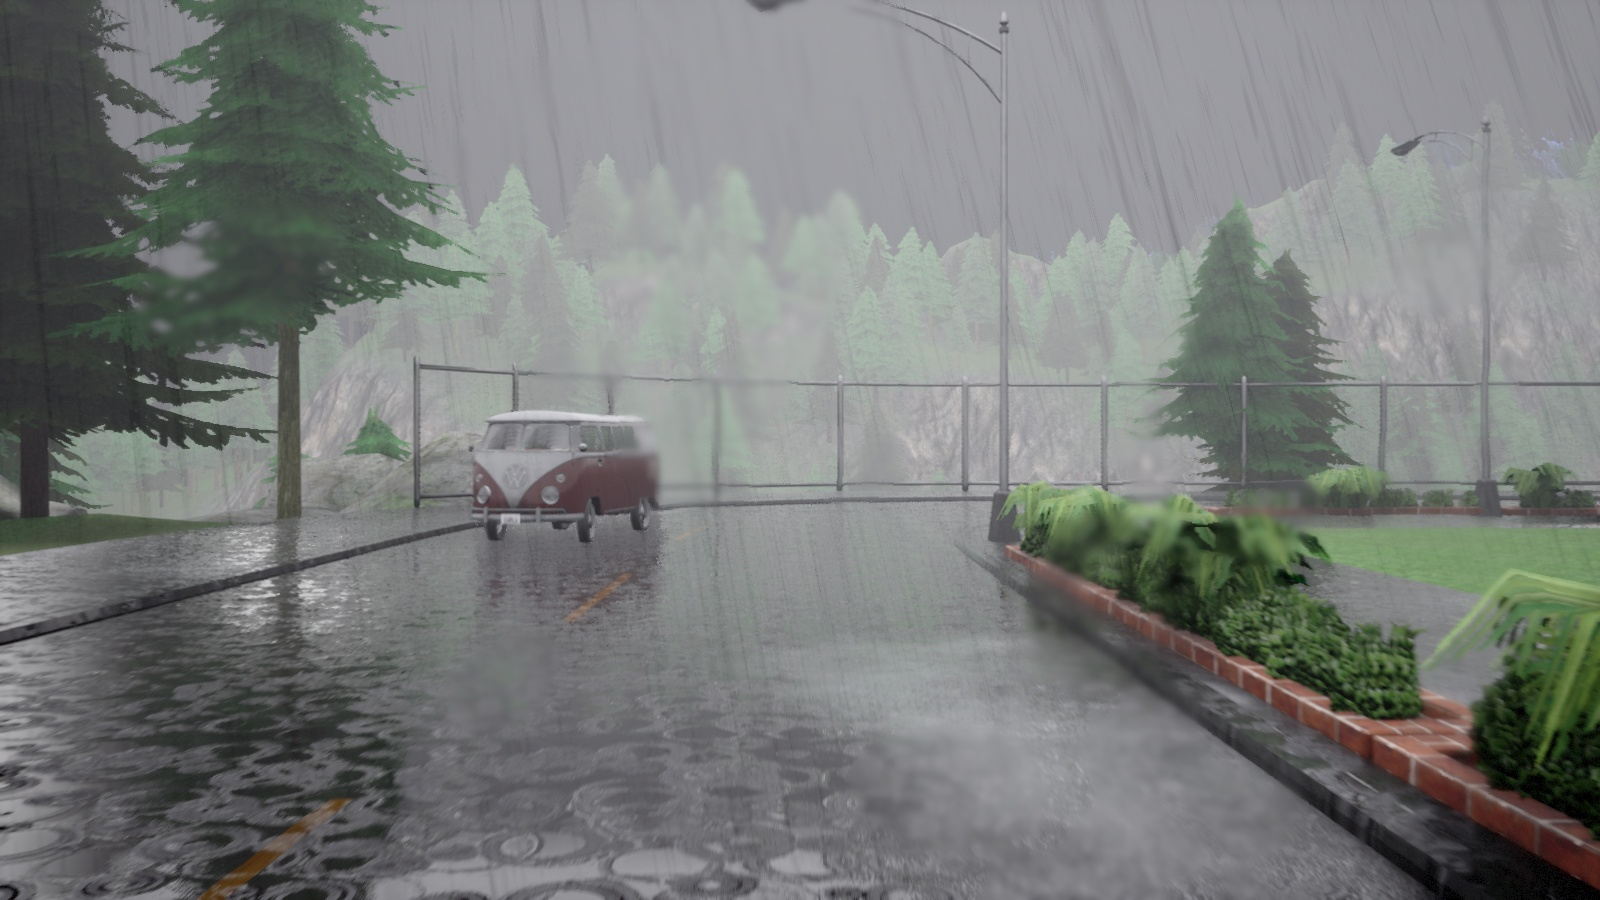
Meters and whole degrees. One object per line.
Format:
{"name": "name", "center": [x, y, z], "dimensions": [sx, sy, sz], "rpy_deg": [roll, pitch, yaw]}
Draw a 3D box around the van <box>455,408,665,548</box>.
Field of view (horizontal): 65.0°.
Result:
{"name": "van", "center": [-3.671, 0.384, 20.095], "dimensions": [1.775, 1.987, 4.442], "rpy_deg": [0, 0, 11]}
